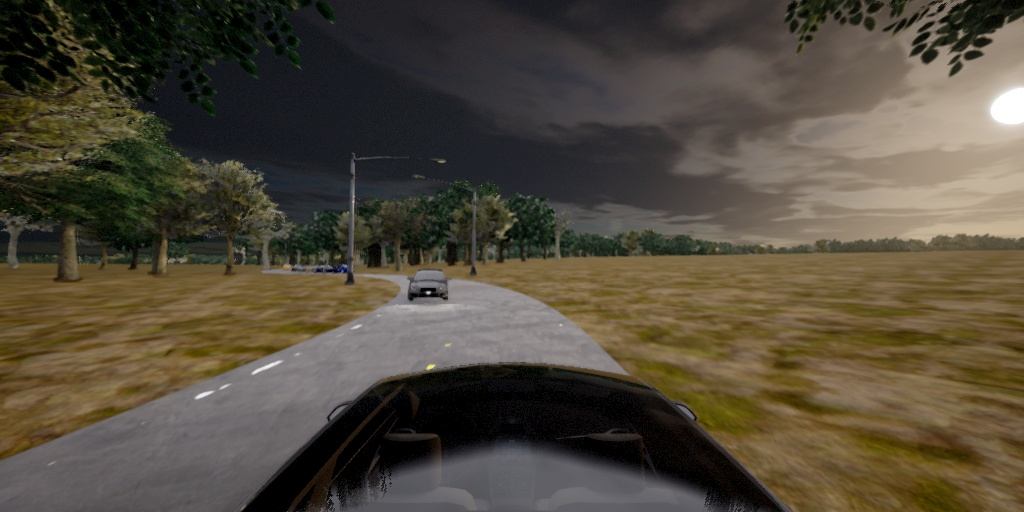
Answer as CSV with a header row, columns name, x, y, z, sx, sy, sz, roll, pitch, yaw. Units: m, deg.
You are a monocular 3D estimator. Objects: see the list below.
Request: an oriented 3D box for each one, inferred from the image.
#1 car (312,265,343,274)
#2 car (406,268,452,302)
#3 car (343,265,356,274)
name,x,y,z,sx,sy,sz,roll,pitch,yaw
car,-28.032,2.085,53.895,4.718,1.301,1.895,-1,-3,36
car,-4.196,1.410,18.340,1.837,1.490,4.892,1,-1,-11
car,-27.559,2.136,58.589,5.008,1.535,1.882,-1,-3,36
